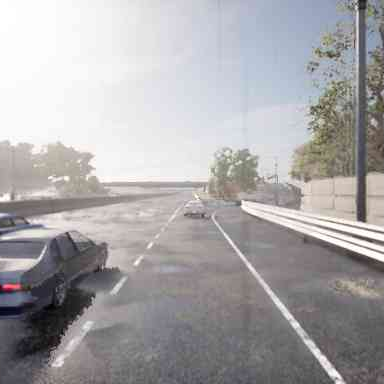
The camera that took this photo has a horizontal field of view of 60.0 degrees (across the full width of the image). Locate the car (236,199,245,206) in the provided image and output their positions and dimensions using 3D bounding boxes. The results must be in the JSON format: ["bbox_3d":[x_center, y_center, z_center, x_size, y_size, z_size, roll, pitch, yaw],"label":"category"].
[{"bbox_3d":[10.341,2.090,66.834,1.882,1.535,5.008,0,-1,26],"label":"car"}]

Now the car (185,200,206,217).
[{"bbox_3d":[0.358,1.530,31.852,1.812,1.442,4.674,0,0,4],"label":"car"}]

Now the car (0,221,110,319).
[{"bbox_3d":[-3.402,1.548,7.674,2.033,1.411,5.357,0,0,0],"label":"car"}]

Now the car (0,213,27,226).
[{"bbox_3d":[-6.901,1.479,11.715,1.882,1.535,5.008,0,0,0],"label":"car"}]

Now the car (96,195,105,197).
[{"bbox_3d":[-24.519,1.528,89.845,1.837,1.490,4.892,0,0,0],"label":"car"}]

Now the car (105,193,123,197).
[{"bbox_3d":[-21.019,1.253,89.816,2.150,2.045,5.566,0,0,0],"label":"car"}]
